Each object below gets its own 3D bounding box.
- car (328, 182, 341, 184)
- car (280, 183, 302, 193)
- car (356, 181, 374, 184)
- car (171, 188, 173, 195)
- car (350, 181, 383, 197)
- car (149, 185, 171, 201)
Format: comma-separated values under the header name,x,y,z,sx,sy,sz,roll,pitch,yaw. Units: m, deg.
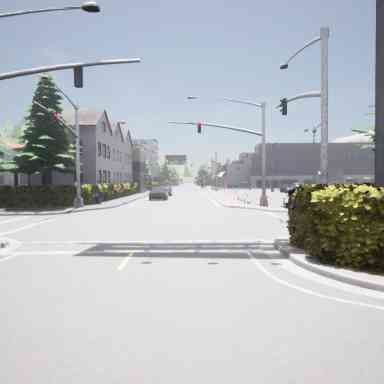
name,x,y,z,sx,sy,sz,roll,pitch,yaw
car,25.149,-1.045,59.569,2.152,1.636,5.027,-1,2,-1
car,15.130,-0.536,52.129,2.007,1.523,4.514,-1,2,-1
car,18.925,-0.181,34.281,1.905,1.878,3.866,-1,2,-1
car,-3.863,-0.205,48.470,2.128,1.511,4.902,-1,2,0
car,22.149,-0.468,42.170,1.932,1.855,4.605,-1,2,-1
car,-3.819,0.131,38.339,1.882,1.535,5.008,-1,2,0
